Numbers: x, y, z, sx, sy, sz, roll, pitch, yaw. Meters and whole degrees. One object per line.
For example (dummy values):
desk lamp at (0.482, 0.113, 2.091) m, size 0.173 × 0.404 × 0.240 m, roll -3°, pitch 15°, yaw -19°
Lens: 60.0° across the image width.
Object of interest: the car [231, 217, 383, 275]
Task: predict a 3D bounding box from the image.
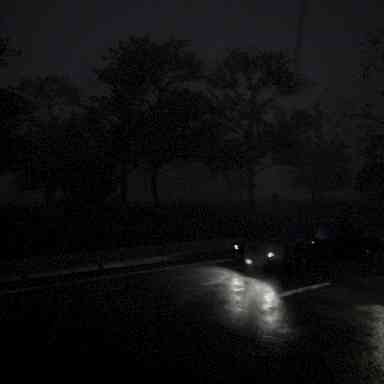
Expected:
car at (3.834, 1.528, 10.537) m, size 5.357 × 1.411 × 2.033 m, roll 0°, pitch 0°, yaw -31°
